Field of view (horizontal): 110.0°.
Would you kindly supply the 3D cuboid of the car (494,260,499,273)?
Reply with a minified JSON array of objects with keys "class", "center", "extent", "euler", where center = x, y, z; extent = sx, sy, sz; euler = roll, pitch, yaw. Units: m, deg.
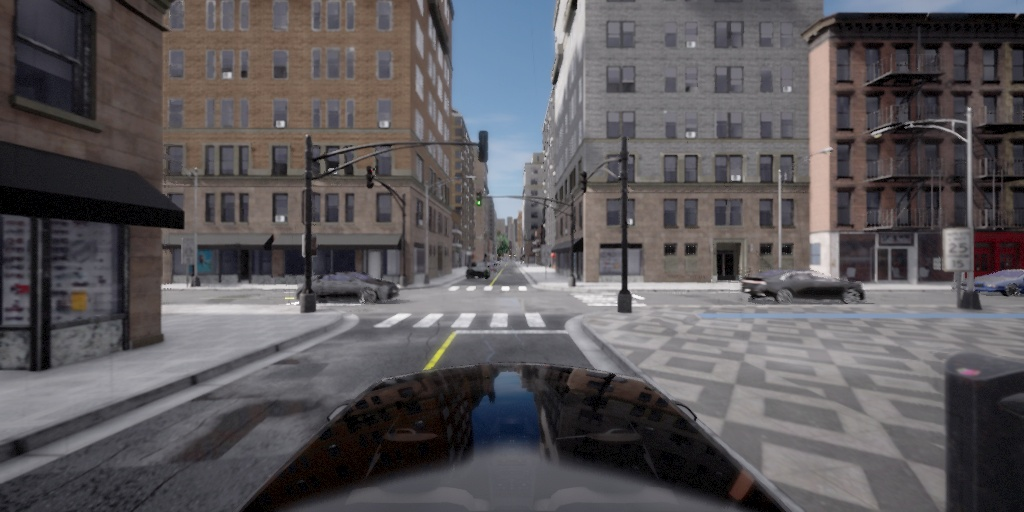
[{"class":"car","center":[-3.222,1.622,50.286],"extent":[1.994,1.385,4.181],"euler":[0,0,0]}]

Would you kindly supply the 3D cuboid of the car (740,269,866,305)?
[{"class":"car","center":[13.085,1.363,16.257],"extent":[4.902,1.511,2.128],"euler":[0,0,0]}]

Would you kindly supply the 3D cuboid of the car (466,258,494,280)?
[{"class":"car","center":[-3.187,1.311,34.403],"extent":[2.097,1.767,4.553],"euler":[0,0,0]}]

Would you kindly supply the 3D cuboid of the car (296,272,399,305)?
[{"class":"car","center":[-7.300,1.401,16.136],"extent":[4.181,1.385,1.994],"euler":[0,0,0]}]

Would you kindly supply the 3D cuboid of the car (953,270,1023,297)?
[{"class":"car","center":[27.538,1.447,19.441],"extent":[5.357,1.411,2.033],"euler":[0,0,0]}]
